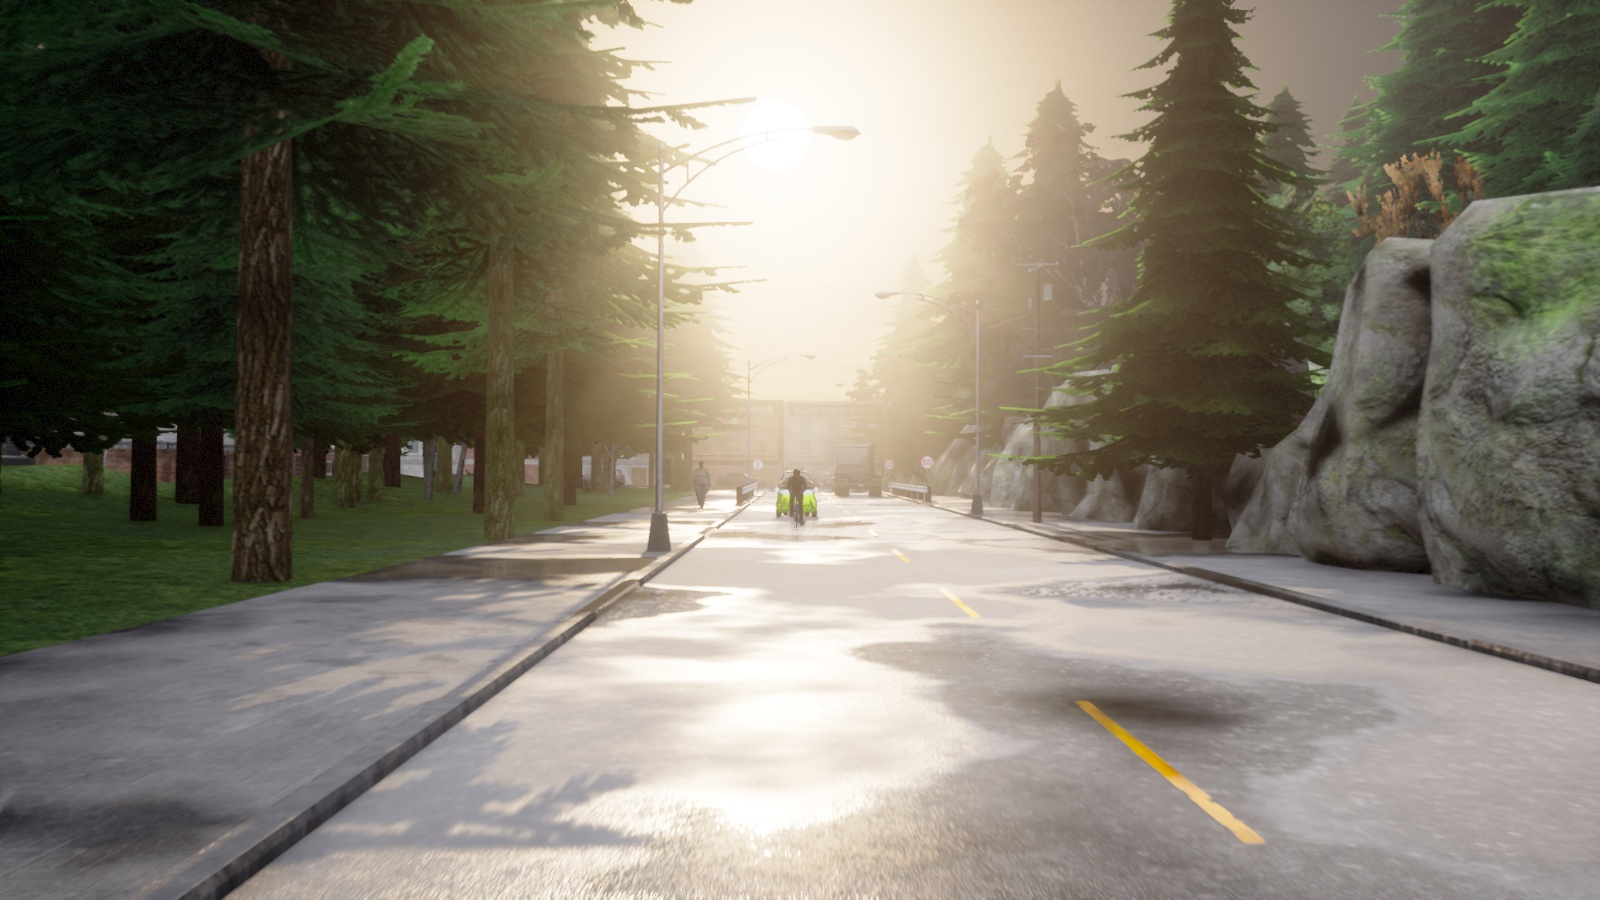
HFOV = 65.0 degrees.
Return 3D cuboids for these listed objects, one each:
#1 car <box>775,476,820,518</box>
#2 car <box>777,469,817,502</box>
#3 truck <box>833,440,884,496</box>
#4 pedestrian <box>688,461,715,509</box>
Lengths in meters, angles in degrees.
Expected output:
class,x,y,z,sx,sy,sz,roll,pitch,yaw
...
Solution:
class,x,y,z,sx,sy,sz,roll,pitch,yaw
car,-0.100,1.582,42.549,1.481,1.376,2.207,0,-1,0
car,-0.189,1.859,66.539,2.033,1.649,4.856,0,-1,0
truck,3.708,1.184,81.592,2.891,3.462,7.936,0,-1,0
pedestrian,-3.850,1.362,49.128,0.874,1.855,0.900,0,-1,8
